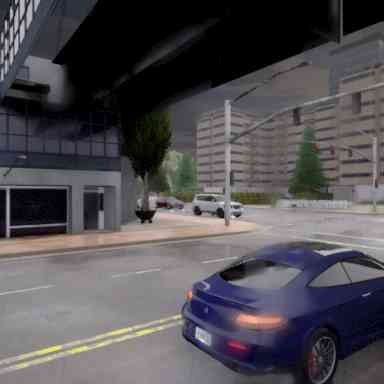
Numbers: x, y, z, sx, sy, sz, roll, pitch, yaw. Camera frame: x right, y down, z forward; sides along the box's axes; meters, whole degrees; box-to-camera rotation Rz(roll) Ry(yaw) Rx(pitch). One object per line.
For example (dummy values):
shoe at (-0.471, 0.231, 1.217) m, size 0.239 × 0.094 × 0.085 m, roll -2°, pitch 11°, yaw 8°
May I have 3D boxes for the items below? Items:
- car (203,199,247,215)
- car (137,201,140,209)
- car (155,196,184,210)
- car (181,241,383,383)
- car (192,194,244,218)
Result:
car at (3.326, 1.504, 34.637) m, size 1.837 × 1.490 × 4.892 m, roll 0°, pitch 0°, yaw -36°
car at (-8.785, 1.491, 45.449) m, size 2.128 × 1.511 × 4.902 m, roll 0°, pitch 0°, yaw -36°
car at (-2.950, 1.352, 43.337) m, size 2.097 × 1.767 × 4.553 m, roll 0°, pitch 0°, yaw -36°
car at (2.014, 1.526, 5.234) m, size 4.674 × 1.442 × 1.812 m, roll 0°, pitch 0°, yaw -35°
car at (2.223, 1.216, 30.190) m, size 2.150 × 2.045 × 5.566 m, roll 0°, pitch 1°, yaw -36°
